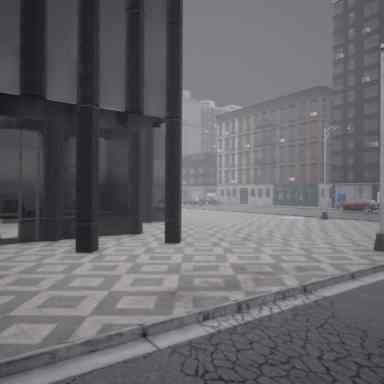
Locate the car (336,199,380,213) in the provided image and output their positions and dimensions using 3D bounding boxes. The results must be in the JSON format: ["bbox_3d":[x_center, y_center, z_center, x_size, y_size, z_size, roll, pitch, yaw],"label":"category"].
[{"bbox_3d":[18.971,1.575,37.850,1.882,1.535,5.008,1,0,-35],"label":"car"}]

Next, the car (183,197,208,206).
[{"bbox_3d":[0.230,1.642,58.497,1.812,1.442,4.674,1,0,-35],"label":"car"}]

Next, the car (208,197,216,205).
[{"bbox_3d":[2.461,1.652,60.925,1.837,1.490,4.892,1,0,-35],"label":"car"}]
